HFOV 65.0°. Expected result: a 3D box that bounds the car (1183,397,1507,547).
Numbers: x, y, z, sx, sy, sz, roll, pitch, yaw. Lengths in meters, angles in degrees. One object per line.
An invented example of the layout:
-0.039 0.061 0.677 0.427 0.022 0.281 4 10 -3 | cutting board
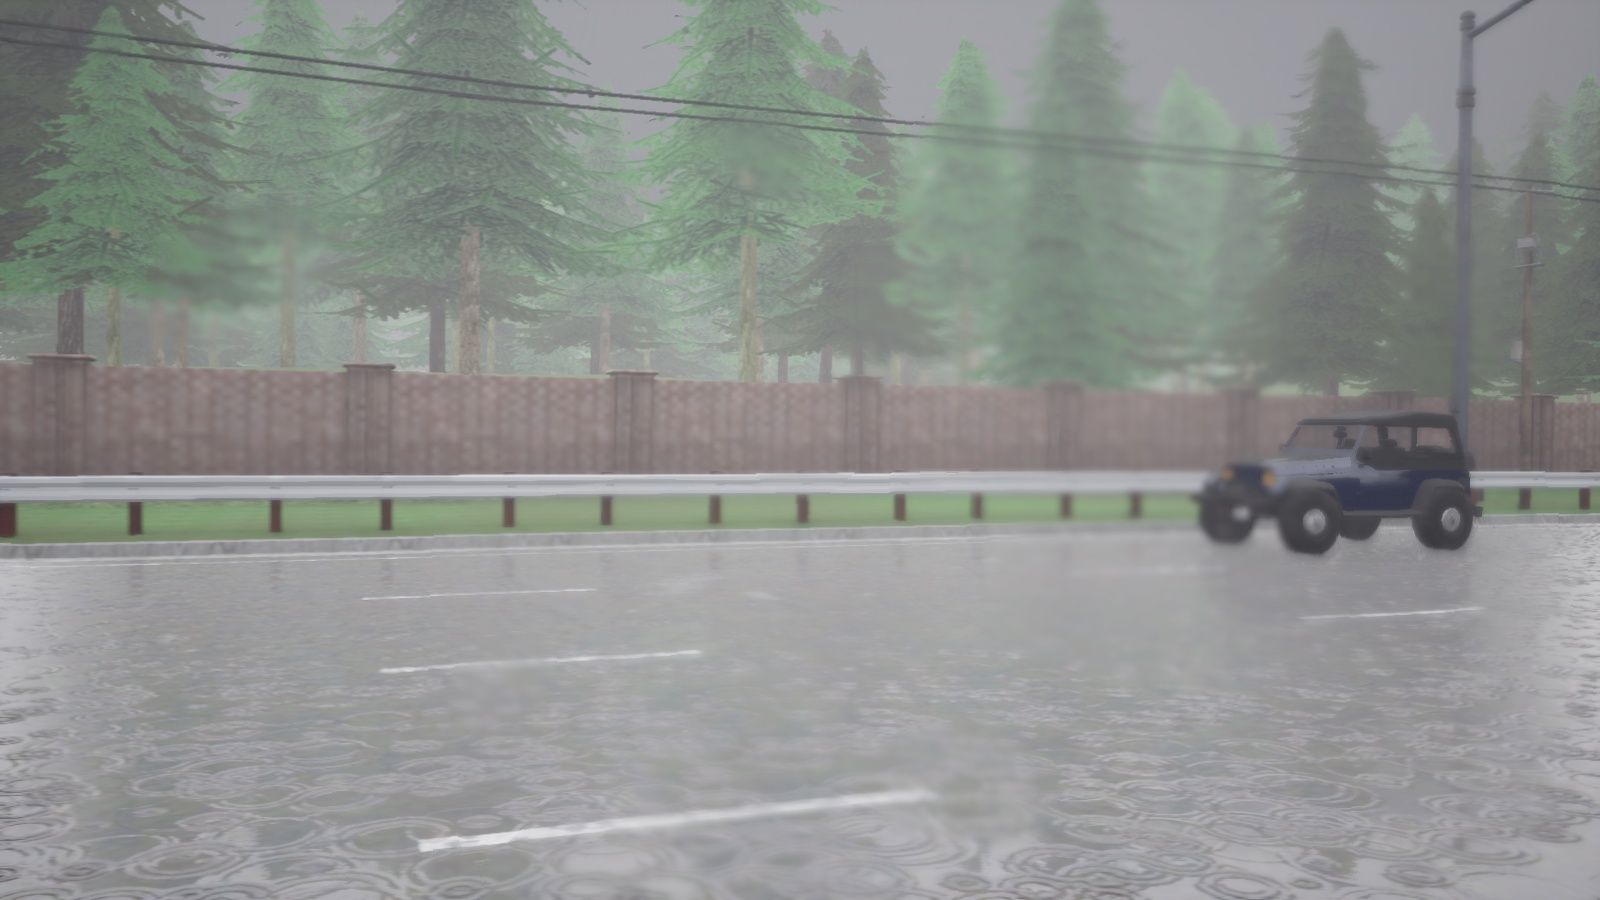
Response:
7.496 0.233 17.321 3.866 1.878 1.905 -1 1 -21 | car
